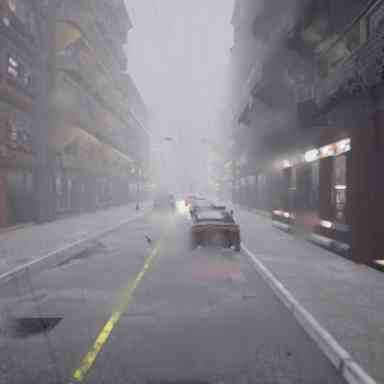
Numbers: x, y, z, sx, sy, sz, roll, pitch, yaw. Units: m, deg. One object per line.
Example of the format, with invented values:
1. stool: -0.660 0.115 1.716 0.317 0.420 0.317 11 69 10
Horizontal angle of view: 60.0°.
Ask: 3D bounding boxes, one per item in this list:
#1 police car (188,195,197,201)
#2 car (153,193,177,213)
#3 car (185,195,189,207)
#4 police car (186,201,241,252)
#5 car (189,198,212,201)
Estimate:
1. police car: 0.830 1.349 29.830 1.930 1.638 5.238 0 0 0
2. car: -2.837 1.131 35.683 2.150 2.045 5.566 0 0 0
3. car: 0.016 1.236 49.898 2.097 1.767 4.553 0 0 0
4. police car: 0.827 1.388 13.830 1.930 1.638 5.238 0 0 0
5. car: 0.828 1.443 23.721 1.837 1.490 4.892 0 0 0
